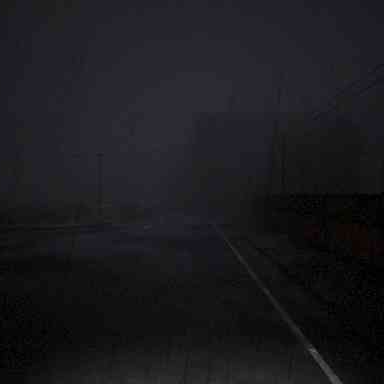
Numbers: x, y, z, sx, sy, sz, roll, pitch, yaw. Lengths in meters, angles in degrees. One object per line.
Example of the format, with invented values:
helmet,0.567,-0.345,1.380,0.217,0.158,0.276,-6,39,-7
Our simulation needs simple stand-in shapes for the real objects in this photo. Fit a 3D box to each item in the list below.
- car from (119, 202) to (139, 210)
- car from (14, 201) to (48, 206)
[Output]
car,-9.814,2.153,51.461,1.895,1.301,4.718,0,-1,-27
car,-25.514,2.137,52.989,5.357,1.411,2.033,0,-1,0
